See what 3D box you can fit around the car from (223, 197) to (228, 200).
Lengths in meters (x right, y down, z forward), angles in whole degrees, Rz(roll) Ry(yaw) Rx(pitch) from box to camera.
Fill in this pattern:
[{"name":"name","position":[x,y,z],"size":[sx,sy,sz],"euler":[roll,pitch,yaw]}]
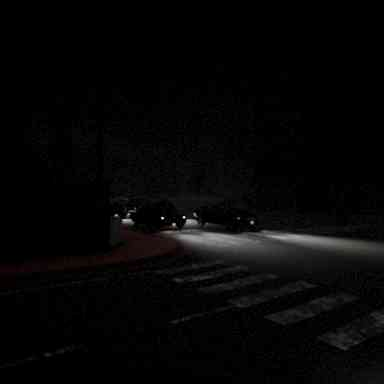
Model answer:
[{"name":"car","position":[8.614,1.622,67.937],"size":[5.008,1.535,1.882],"euler":[0,0,-38]}]

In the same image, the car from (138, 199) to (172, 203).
[{"name":"car","position":[-2.752,1.570,28.593],"size":[1.994,1.385,4.181],"euler":[0,0,-30]}]

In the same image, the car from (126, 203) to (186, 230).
[{"name":"car","position":[-2.253,1.591,21.279],"size":[1.895,1.301,4.718],"euler":[0,0,-33]}]

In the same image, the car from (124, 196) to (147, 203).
[{"name":"car","position":[-6.483,1.522,37.663],"size":[1.837,1.490,4.892],"euler":[0,0,-12]}]

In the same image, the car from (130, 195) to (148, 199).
[{"name":"car","position":[-7.163,1.530,47.721],"size":[2.128,1.511,4.902],"euler":[0,0,6]}]

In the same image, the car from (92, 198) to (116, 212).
[{"name":"car","position":[-10.284,1.498,39.169],"size":[2.128,1.511,4.902],"euler":[0,0,-8]}]

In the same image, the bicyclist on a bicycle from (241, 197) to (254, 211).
[{"name":"bicyclist on a bicycle","position":[6.085,1.357,36.483],"size":[1.656,1.620,0.582],"euler":[0,0,-25]}]

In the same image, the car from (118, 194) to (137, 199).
[{"name":"car","position":[-10.106,1.263,51.901],"size":[2.150,2.045,5.566],"euler":[0,0,12]}]

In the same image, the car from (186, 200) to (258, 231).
[{"name":"car","position":[2.053,1.496,21.086],"size":[2.128,1.511,4.902],"euler":[0,0,-35]}]

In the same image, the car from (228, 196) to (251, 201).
[{"name":"car","position":[10.095,1.620,64.987],"size":[5.008,1.535,1.882],"euler":[0,0,-35]}]

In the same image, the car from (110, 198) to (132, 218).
[{"name":"car","position":[-7.264,1.540,29.523],"size":[2.033,1.411,5.357],"euler":[0,0,-26]}]
